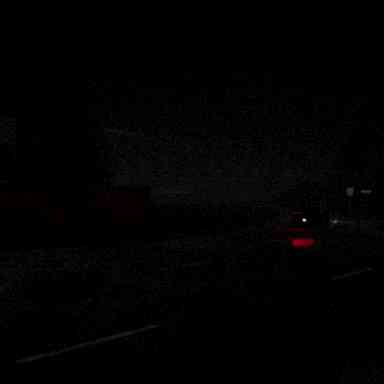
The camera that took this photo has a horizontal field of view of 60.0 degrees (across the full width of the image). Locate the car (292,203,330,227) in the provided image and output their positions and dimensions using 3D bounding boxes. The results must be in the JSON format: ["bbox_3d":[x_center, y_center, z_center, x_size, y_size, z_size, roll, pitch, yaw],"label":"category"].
[{"bbox_3d":[8.403,1.525,23.266,1.837,1.490,4.892,1,0,31],"label":"car"}]
